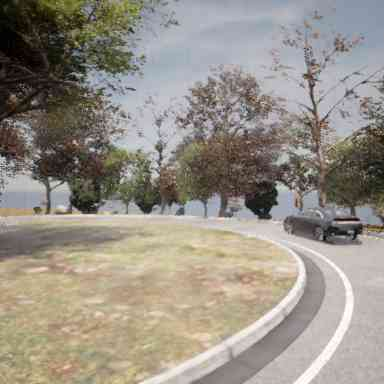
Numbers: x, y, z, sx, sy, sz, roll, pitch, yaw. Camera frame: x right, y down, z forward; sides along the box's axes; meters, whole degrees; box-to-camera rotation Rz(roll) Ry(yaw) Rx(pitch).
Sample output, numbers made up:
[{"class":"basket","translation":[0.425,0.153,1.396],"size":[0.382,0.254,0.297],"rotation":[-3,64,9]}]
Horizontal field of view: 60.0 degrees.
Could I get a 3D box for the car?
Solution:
[{"class":"car","translation":[6.553,1.582,17.158],"size":[2.128,1.511,4.902],"rotation":[0,0,-12]}]
